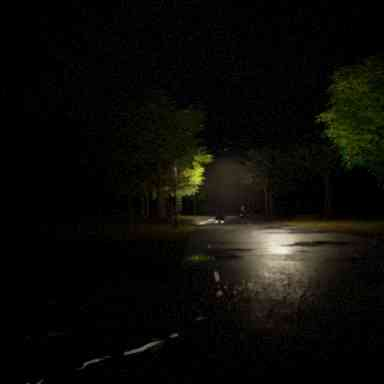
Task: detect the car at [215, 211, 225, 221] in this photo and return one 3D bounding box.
[{"bbox_3d":[5.928,5.318,69.321,2.033,1.411,5.357,-2,-3,9],"label":"car"}]

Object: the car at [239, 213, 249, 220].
[{"bbox_3d":[11.355,5.328,73.092,2.128,1.511,4.902,-2,-3,2],"label":"car"}]
